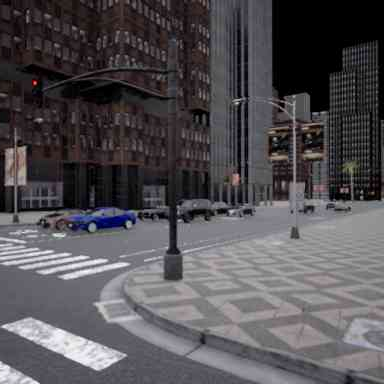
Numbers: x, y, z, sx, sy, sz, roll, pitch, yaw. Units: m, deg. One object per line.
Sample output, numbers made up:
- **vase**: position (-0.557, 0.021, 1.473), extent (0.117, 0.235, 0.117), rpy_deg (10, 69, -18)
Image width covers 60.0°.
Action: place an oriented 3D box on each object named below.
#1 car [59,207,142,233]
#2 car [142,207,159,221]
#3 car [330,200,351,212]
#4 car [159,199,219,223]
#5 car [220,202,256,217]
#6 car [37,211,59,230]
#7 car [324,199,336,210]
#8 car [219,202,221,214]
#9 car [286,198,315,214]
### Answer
- **car**: position (-5.928, 1.789, 22.235), extent (1.882, 1.535, 5.008), rpy_deg (0, -1, 35)
- **car**: position (-3.124, 2.059, 31.859), extent (1.895, 1.301, 4.718), rpy_deg (0, -1, 35)
- **car**: position (24.339, 2.476, 53.565), extent (2.033, 1.411, 5.357), rpy_deg (0, -1, 34)
- **car**: position (-0.156, 1.679, 30.429), extent (2.150, 2.045, 5.566), rpy_deg (0, -1, 35)
- **car**: position (5.769, 2.099, 38.820), extent (2.128, 1.511, 4.902), rpy_deg (0, -1, 35)
- **car**: position (-8.793, 1.879, 23.806), extent (1.994, 1.385, 4.181), rpy_deg (0, -1, 36)
- **car**: position (26.503, 2.571, 62.298), extent (1.837, 1.490, 4.892), rpy_deg (0, -1, 35)
- **car**: position (2.699, 1.958, 40.111), extent (2.097, 1.767, 4.553), rpy_deg (0, -1, 35)
- **car**: position (15.608, 1.999, 46.839), extent (2.150, 2.045, 5.566), rpy_deg (0, -1, 36)
